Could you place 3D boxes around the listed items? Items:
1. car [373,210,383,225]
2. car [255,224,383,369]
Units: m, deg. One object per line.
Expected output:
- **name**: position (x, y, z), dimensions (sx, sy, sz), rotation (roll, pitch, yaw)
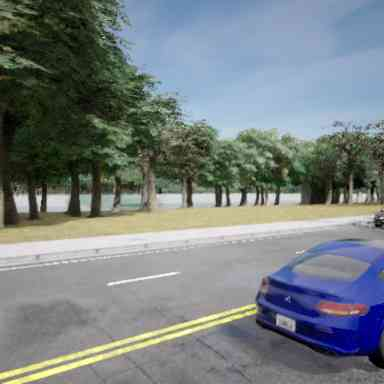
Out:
- **car**: position (13.533, 1.529, 21.338), dimensions (4.892, 1.490, 1.837), rotation (1, 0, -35)
- **car**: position (3.087, 1.530, 5.646), dimensions (4.674, 1.442, 1.812), rotation (0, 0, -36)
